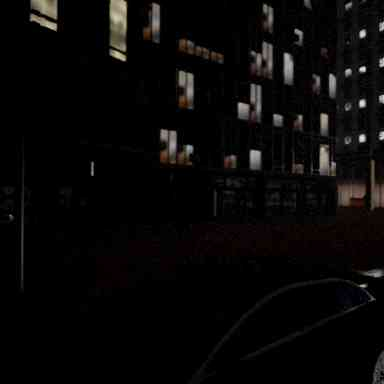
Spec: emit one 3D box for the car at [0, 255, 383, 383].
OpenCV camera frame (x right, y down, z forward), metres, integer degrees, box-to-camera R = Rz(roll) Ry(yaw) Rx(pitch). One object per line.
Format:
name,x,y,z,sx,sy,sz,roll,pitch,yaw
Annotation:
car,0.354,1.498,3.333,4.902,1.511,2.128,0,0,-36
